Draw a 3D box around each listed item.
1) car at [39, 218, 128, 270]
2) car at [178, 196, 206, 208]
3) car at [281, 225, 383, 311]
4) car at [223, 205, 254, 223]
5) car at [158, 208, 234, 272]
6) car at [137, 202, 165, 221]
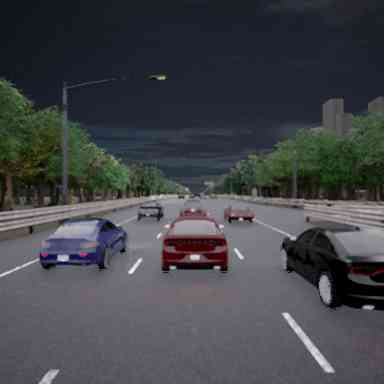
[{"bbox_3d":[-3.415,1.586,11.132,1.812,1.442,4.674,0,0,0],"label":"car"},{"bbox_3d":[0.084,1.449,27.953,2.097,1.767,4.553,0,0,0],"label":"car"},{"bbox_3d":[3.577,1.523,8.014,1.882,1.535,5.008,0,0,0],"label":"car"},{"bbox_3d":[3.586,1.698,26.528,1.895,1.301,4.718,0,0,0],"label":"car"},{"bbox_3d":[0.084,1.537,11.062,1.882,1.535,5.008,0,0,0],"label":"car"},{"bbox_3d":[-3.415,1.588,28.221,2.128,1.511,4.902,0,0,0],"label":"car"}]
